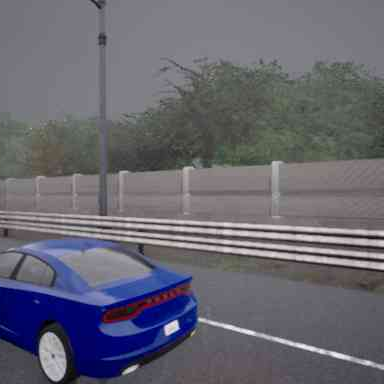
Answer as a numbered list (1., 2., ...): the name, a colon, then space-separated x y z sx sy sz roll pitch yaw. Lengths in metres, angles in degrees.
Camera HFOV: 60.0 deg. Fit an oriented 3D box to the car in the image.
1. car: -2.258 1.515 5.485 5.008 1.535 1.882 -1 0 36
